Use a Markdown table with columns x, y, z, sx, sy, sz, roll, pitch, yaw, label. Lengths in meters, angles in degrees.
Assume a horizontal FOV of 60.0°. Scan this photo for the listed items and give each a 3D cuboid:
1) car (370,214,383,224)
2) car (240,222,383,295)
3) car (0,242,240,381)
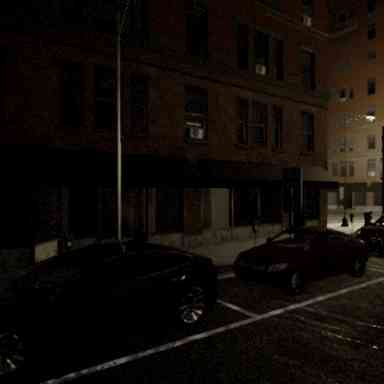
| x | y | z | sx | sy | sz | roll | pitch | yaw | label |
| --- | --- | --- | --- | --- | --- | --- | --- | --- | --- |
| 7.452 | 1.450 | 11.846 | 4.097 | 1.590 | 1.967 | 0 | 0 | -35 | car |
| 2.972 | 1.587 | 8.653 | 4.206 | 1.307 | 1.802 | 0 | 0 | -35 | car |
| -1.508 | 1.567 | 5.459 | 4.313 | 1.339 | 1.947 | 0 | 0 | -35 | car |
